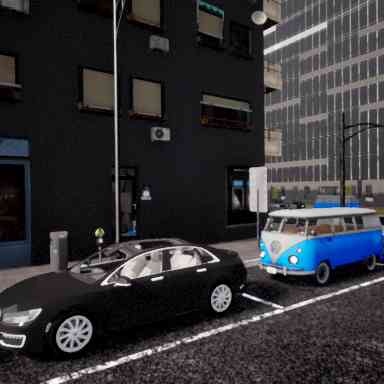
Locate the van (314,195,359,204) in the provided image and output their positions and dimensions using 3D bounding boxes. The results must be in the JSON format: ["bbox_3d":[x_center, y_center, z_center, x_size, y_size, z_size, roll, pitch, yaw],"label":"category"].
[{"bbox_3d":[12.832,1.200,29.774,1.690,1.788,3.998,-1,1,-35],"label":"van"}]

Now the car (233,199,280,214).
[{"bbox_3d":[6.565,1.462,34.208,1.895,1.301,4.718,-1,1,-35],"label":"car"}]

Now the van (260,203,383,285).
[{"bbox_3d":[3.599,1.339,9.137,3.998,1.788,1.690,0,-1,-35],"label":"van"}]

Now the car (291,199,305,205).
[{"bbox_3d":[9.655,1.399,34.292,1.947,1.339,4.313,-1,1,-35],"label":"car"}]

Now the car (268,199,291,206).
[{"bbox_3d":[5.783,1.469,29.725,2.033,1.411,5.357,-1,1,-35],"label":"car"}]

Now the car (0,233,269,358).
[{"bbox_3d":[-0.961,1.550,5.884,4.403,1.369,2.008,0,-1,-35],"label":"car"}]
